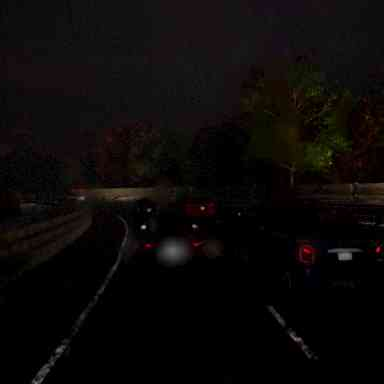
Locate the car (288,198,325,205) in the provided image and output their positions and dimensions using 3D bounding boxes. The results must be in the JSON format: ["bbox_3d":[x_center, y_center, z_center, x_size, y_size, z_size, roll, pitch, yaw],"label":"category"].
[{"bbox_3d":[9.655,1.279,29.754,2.097,1.767,4.553,0,0,-42],"label":"car"}]

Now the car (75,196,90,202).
[{"bbox_3d":[-26.025,1.659,78.944,4.674,1.442,1.812,0,0,45],"label":"car"}]

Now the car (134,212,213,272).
[{"bbox_3d":[-0.730,1.572,10.922,1.994,1.385,4.181,0,0,-6],"label":"car"}]

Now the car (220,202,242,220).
[{"bbox_3d":[3.107,1.527,28.058,1.812,1.442,4.674,0,0,-14],"label":"car"}]

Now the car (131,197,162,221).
[{"bbox_3d":[-3.650,1.378,26.316,2.097,1.767,4.553,0,0,-14],"label":"car"}]

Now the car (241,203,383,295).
[{"bbox_3d":[2.969,1.344,8.939,2.097,1.767,4.553,0,0,-5],"label":"car"}]

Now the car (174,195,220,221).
[{"bbox_3d":[0.112,1.231,25.893,2.150,2.045,5.566,0,0,-14],"label":"car"}]

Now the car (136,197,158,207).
[{"bbox_3d":[-7.387,1.569,53.958,1.994,1.385,4.181,0,0,-31],"label":"car"}]
